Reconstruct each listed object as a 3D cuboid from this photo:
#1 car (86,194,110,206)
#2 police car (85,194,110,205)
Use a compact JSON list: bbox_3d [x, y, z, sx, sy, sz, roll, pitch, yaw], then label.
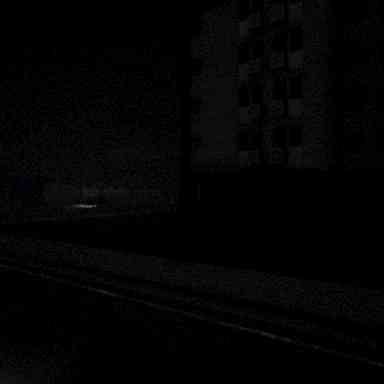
[{"bbox_3d":[-14.210,1.394,50.496,1.994,1.385,4.181,0,0,19],"label":"car"},{"bbox_3d":[-15.884,1.235,56.220,1.930,1.638,5.238,0,0,13],"label":"police car"}]
